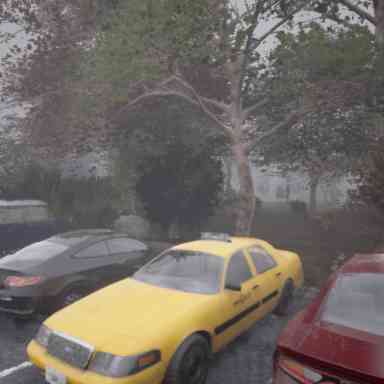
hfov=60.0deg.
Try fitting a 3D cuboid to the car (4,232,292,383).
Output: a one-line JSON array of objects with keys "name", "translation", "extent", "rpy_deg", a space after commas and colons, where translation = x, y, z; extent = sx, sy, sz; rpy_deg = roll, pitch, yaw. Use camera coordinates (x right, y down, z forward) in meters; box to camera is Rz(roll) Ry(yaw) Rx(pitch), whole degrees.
[{"name": "car", "translation": [0.229, 1.481, 5.427], "extent": [1.946, 1.575, 5.366], "rpy_deg": [0, 0, 36]}]

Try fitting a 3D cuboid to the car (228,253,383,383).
[{"name": "car", "translation": [2.601, 1.480, 3.954], "extent": [2.097, 1.535, 5.008], "rpy_deg": [0, 0, 36]}]

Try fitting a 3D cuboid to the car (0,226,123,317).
[{"name": "car", "translation": [-1.931, 1.527, 7.194], "extent": [2.002, 1.452, 4.674], "rpy_deg": [0, 0, 36]}]

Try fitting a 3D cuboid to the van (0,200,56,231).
[{"name": "van", "translation": [-6.396, 1.268, 10.530], "extent": [1.878, 1.987, 4.442], "rpy_deg": [0, 0, 36]}]
